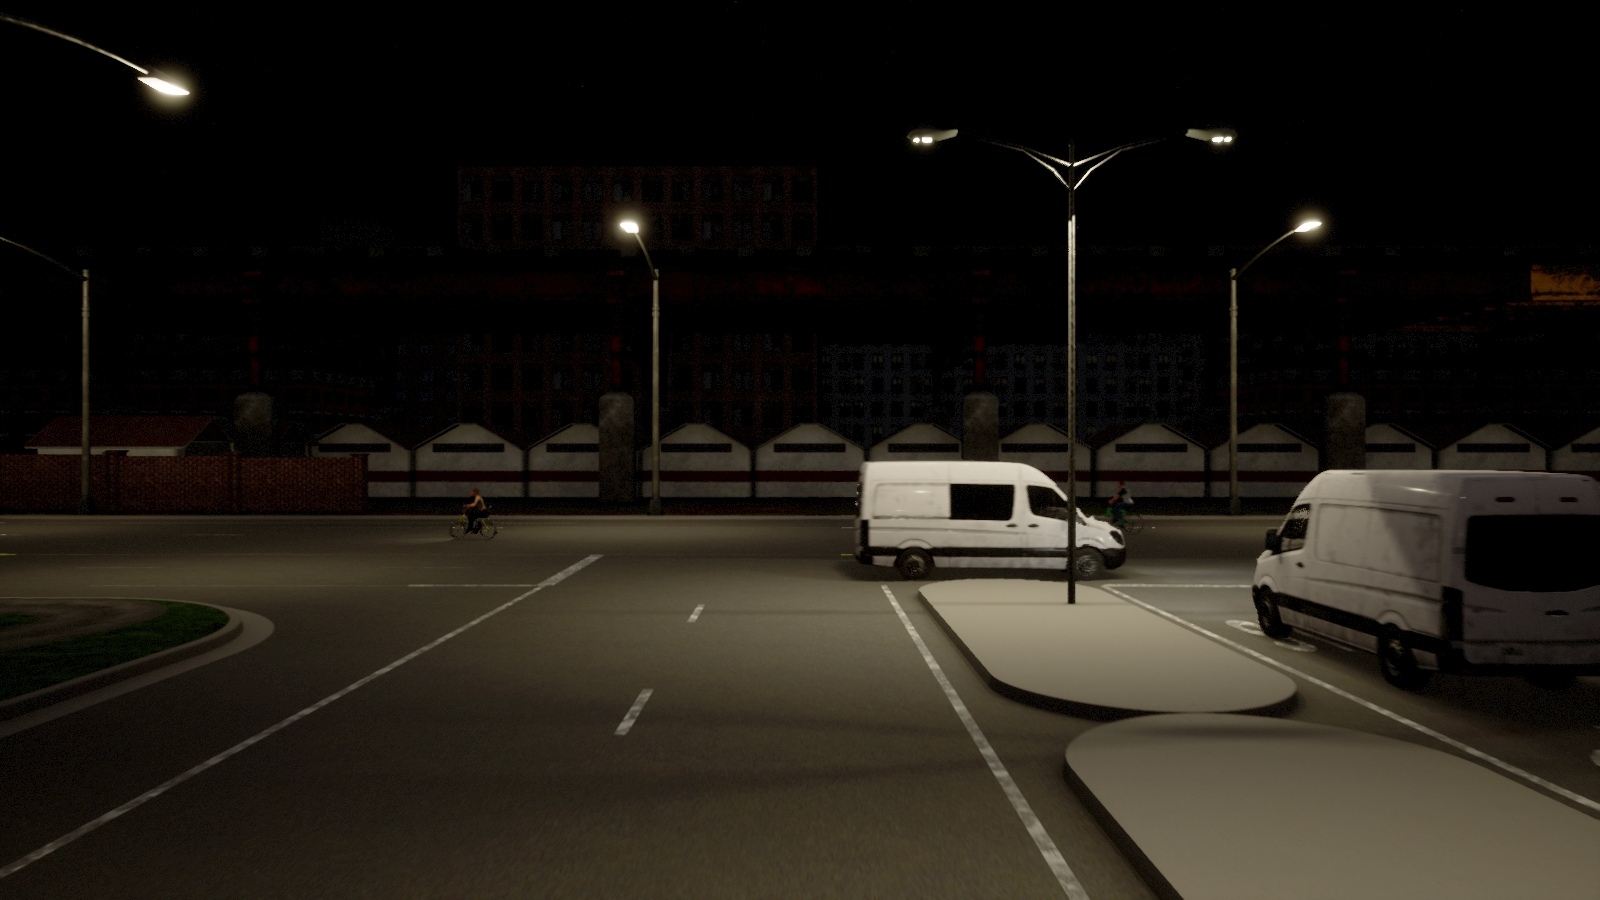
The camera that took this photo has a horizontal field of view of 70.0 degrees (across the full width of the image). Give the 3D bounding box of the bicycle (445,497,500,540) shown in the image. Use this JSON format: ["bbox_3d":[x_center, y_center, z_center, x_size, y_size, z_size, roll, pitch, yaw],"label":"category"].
[{"bbox_3d":[-10.246,2.146,35.792,1.487,1.301,0.859,0,0,0],"label":"bicycle"}]

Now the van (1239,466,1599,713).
[{"bbox_3d":[7.991,1.535,15.226,1.988,2.561,5.915,0,0,0],"label":"van"}]

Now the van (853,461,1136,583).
[{"bbox_3d":[4.177,1.535,25.252,5.915,2.561,1.988,0,0,0],"label":"van"}]
